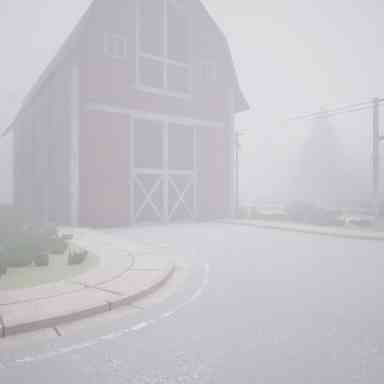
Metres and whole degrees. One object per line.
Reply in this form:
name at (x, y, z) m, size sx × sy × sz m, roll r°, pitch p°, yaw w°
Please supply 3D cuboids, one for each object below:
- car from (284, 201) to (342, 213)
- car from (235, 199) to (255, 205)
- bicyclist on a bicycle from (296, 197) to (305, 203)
car at (10.951, 1.571, 30.610) m, size 2.033 × 1.411 × 5.357 m, roll 0°, pitch 0°, yaw -35°
car at (5.520, 1.549, 38.492) m, size 1.812 × 1.442 × 4.674 m, roll 0°, pitch 0°, yaw -34°
bicyclist on a bicycle at (13.275, 1.318, 40.233) m, size 1.656 × 1.620 × 0.582 m, roll 46°, pitch -25°, yaw -24°
